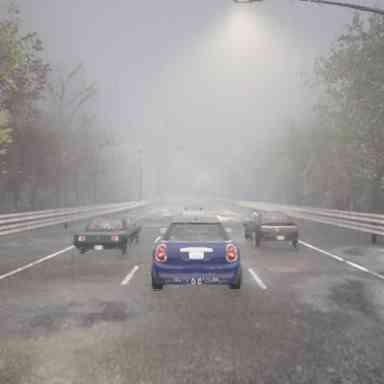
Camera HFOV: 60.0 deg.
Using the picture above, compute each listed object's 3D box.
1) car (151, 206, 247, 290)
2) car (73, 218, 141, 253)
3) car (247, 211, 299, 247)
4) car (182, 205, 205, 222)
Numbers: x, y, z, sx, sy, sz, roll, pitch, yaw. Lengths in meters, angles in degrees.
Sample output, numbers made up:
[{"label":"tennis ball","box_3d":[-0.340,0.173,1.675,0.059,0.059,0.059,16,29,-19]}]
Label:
[{"label":"car","box_3d":[0.109,1.456,9.524,2.097,1.767,4.553,0,-1,0]},{"label":"car","box_3d":[-3.390,1.757,14.343,1.895,1.301,4.718,0,-1,0]},{"label":"car","box_3d":[3.612,1.665,15.943,2.128,1.511,4.902,0,0,0]},{"label":"car","box_3d":[0.126,1.922,30.391,1.895,1.301,4.718,0,-1,0]}]
